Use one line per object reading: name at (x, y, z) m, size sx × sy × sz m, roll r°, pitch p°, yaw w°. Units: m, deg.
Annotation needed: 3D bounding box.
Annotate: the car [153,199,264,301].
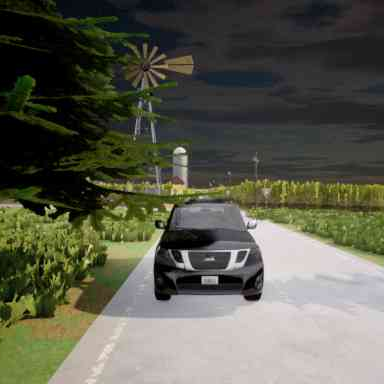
car at (0.336, 1.221, 8.697) m, size 2.150 × 2.045 × 5.566 m, roll 0°, pitch 0°, yaw 0°
